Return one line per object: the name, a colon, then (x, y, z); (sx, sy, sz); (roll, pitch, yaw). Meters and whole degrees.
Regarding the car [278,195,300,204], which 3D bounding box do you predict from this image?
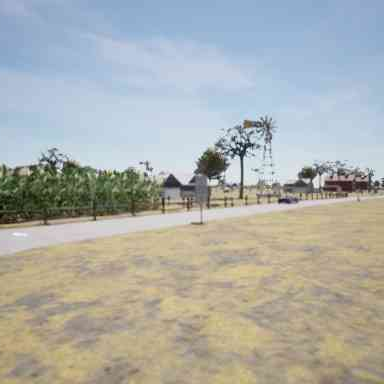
car: (14.394, 1.102, 49.507); (1.895, 1.301, 4.718); (0, 0, 35)
